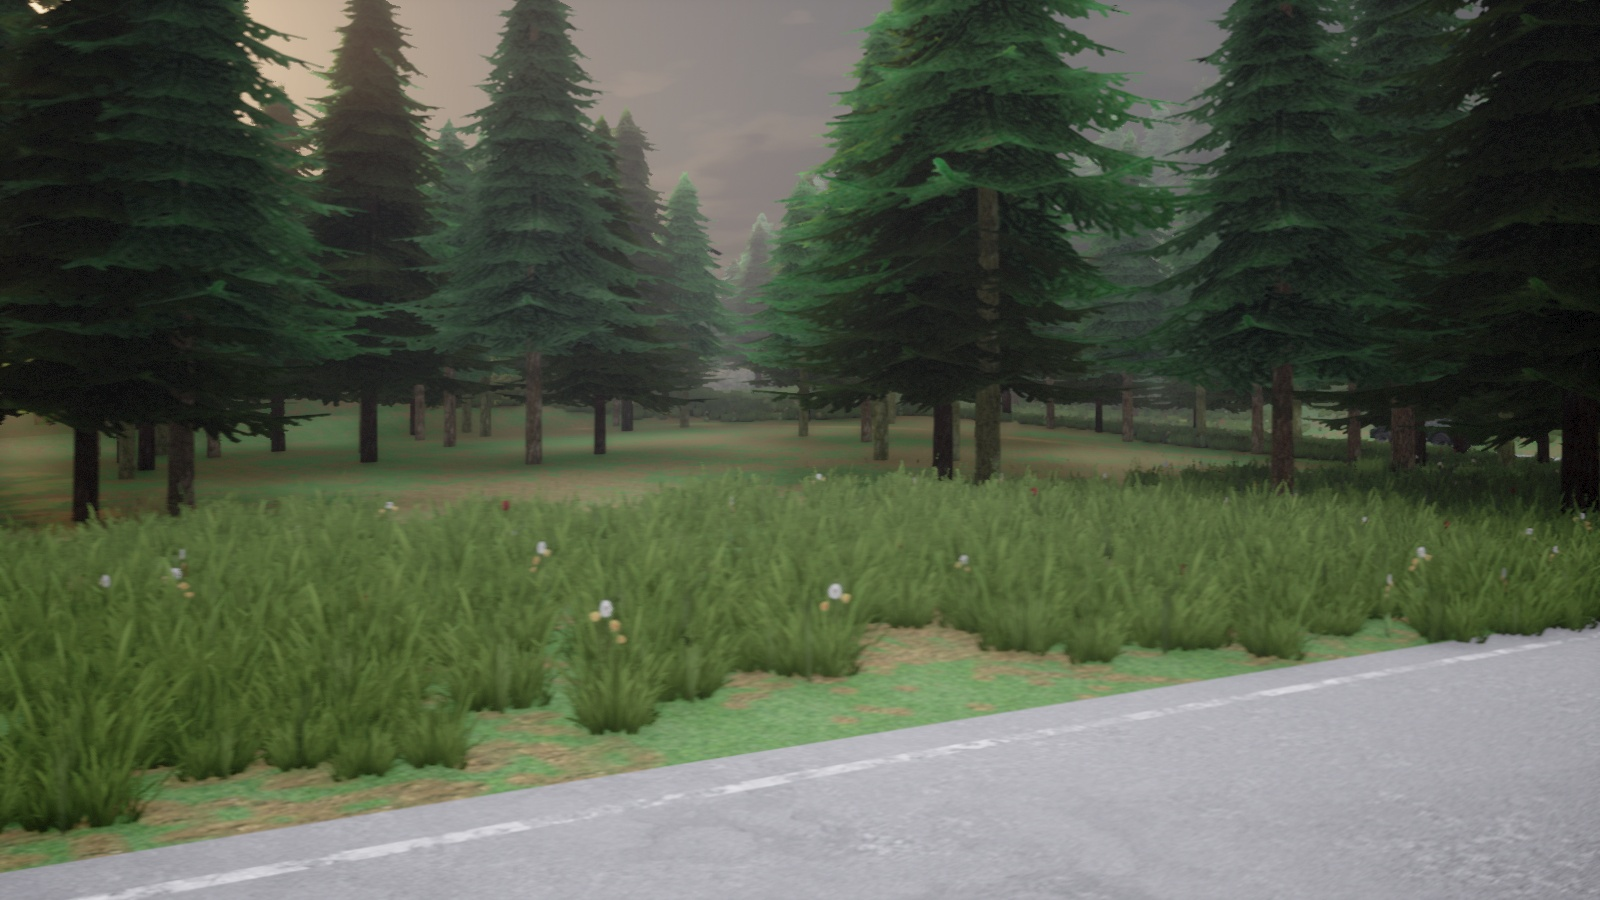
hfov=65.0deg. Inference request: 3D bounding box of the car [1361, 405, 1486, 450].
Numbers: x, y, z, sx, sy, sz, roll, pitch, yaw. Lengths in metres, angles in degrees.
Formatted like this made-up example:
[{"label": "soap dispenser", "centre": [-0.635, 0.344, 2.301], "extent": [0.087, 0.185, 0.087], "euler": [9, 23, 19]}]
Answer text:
[{"label": "car", "centre": [32.983, -1.237, 66.608], "extent": [2.150, 2.045, 5.566], "euler": [0, 4, -31]}]
